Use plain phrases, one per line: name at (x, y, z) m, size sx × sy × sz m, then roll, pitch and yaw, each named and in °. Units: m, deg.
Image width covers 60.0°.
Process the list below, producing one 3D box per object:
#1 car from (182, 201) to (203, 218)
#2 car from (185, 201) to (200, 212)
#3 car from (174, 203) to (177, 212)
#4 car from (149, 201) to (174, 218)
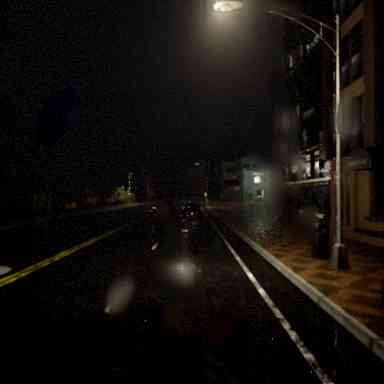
car at (0.013, 1.816, 34.188) m, size 1.837 × 1.490 × 4.892 m, roll 0°, pitch 0°, yaw 0°
car at (0.031, 1.979, 45.878) m, size 1.994 × 1.385 × 4.181 m, roll 0°, pitch 0°, yaw 0°
car at (-3.219, 1.942, 46.169) m, size 1.812 × 1.442 × 4.674 m, roll 0°, pitch 0°, yaw 0°
car at (-3.240, 1.855, 33.891) m, size 2.033 × 1.411 × 5.357 m, roll 0°, pitch -1°, yaw 0°
